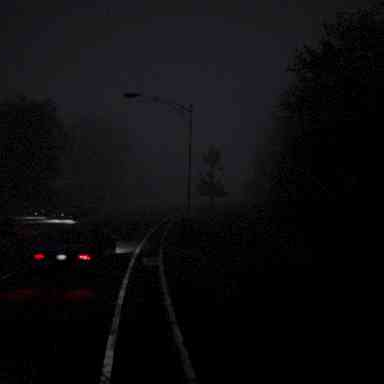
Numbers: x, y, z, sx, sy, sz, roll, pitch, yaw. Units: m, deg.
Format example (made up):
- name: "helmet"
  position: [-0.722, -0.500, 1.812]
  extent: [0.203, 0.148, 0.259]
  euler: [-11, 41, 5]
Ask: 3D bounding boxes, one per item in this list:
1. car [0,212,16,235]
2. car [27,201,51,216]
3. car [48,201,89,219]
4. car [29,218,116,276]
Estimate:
- name: "car"
  position: [-11.385, 1.770, 18.130]
  extent: [1.812, 1.442, 4.674]
  euler: [2, -1, -3]
- name: "car"
  position: [-14.589, 1.660, 34.184]
  extent: [2.033, 1.411, 5.357]
  euler: [1, 1, 5]
- name: "car"
  position: [-11.282, 1.784, 31.287]
  extent: [1.994, 1.385, 4.181]
  euler: [1, 1, 4]
- name: "car"
  position: [-3.854, 1.895, 11.627]
  extent: [2.033, 1.411, 5.357]
  euler: [2, -1, -6]
